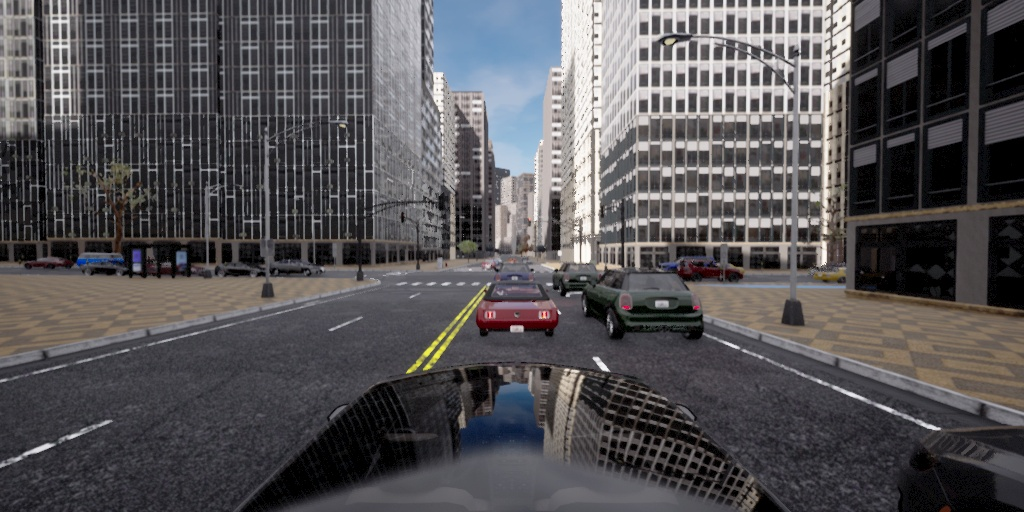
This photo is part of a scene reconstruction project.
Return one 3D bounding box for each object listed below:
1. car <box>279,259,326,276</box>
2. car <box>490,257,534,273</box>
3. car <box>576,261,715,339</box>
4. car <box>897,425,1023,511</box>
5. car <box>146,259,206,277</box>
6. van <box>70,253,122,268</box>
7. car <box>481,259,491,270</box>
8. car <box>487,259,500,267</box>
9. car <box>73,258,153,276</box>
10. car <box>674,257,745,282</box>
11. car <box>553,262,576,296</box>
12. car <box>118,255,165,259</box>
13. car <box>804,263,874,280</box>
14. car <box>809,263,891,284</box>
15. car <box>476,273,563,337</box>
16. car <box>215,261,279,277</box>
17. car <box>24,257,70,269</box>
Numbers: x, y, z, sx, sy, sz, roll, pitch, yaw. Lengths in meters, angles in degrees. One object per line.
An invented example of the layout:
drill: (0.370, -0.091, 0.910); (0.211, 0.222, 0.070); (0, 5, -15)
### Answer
car: (-19.776, 1.050, 32.971); (4.902, 1.511, 2.128); (1, 1, 1)
car: (0.135, 1.075, 19.222); (2.097, 1.767, 4.553); (0, 0, 0)
car: (3.359, 1.089, 10.132); (2.097, 1.767, 4.553); (0, 0, 0)
car: (3.342, 1.256, 0.195); (1.837, 1.490, 4.892); (0, 0, 0)
car: (-28.357, 1.109, 30.475); (4.207, 1.307, 1.802); (0, 0, 1)
van: (-45.211, 0.567, 39.343); (3.998, 1.789, 1.690); (0, 0, 1)
car: (-3.229, 1.191, 50.698); (1.812, 1.442, 4.674); (0, 0, 0)
car: (-3.183, 1.185, 62.853); (2.033, 1.411, 5.357); (0, 0, 1)
car: (-34.038, 1.040, 30.660); (4.313, 1.339, 1.948); (0, 0, 1)
car: (16.250, 1.240, 29.722); (5.009, 1.841, 2.192); (0, 0, 1)
car: (3.384, 1.075, 19.070); (2.097, 1.767, 4.553); (0, 0, 0)
car: (-32.912, 0.916, 33.266); (5.008, 1.535, 1.882); (1, 1, 1)
car: (31.970, 1.455, 35.192); (4.902, 1.511, 2.128); (0, 1, 1)
car: (27.698, 1.550, 29.501); (4.829, 1.417, 1.751); (0, 0, 1)
car: (0.115, 1.338, 10.229); (1.895, 1.301, 4.718); (0, 0, 0)
car: (-22.674, 1.145, 30.330); (4.313, 1.339, 1.948); (0, 0, 1)
car: (-50.893, 0.755, 39.471); (4.207, 1.307, 1.802); (0, 0, 1)
